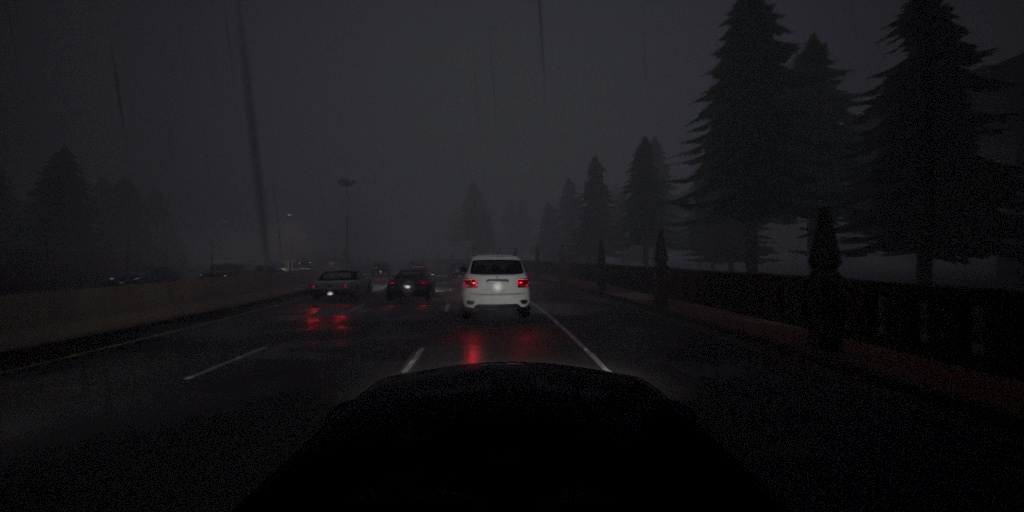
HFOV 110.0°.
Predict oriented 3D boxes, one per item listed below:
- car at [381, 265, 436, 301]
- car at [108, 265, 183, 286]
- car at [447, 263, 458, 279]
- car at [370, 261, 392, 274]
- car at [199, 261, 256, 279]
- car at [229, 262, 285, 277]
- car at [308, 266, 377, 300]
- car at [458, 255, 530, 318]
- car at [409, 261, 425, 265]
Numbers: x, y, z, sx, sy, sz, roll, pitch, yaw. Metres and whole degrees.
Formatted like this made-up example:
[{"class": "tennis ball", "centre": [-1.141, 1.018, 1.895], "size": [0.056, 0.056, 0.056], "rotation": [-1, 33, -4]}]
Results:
[{"class": "car", "centre": [-4.868, 1.331, 17.717], "size": [1.994, 1.385, 4.181], "rotation": [0, 0, -8]}, {"class": "car", "centre": [-24.244, 1.356, 23.983], "size": [1.812, 1.442, 4.674], "rotation": [0, 0, -15]}, {"class": "car", "centre": [-4.910, 1.315, 33.492], "size": [2.033, 1.411, 5.357], "rotation": [0, 0, -17]}, {"class": "car", "centre": [-13.543, 1.301, 36.987], "size": [1.837, 1.490, 4.892], "rotation": [0, 0, -20]}, {"class": "car", "centre": [-21.453, 1.326, 26.997], "size": [1.837, 1.490, 4.892], "rotation": [0, 0, -17]}, {"class": "car", "centre": [-17.274, 1.372, 24.910], "size": [1.994, 1.385, 4.181], "rotation": [0, 0, -15]}, {"class": "car", "centre": [-8.441, 1.379, 18.118], "size": [1.895, 1.301, 4.718], "rotation": [0, 0, -9]}, {"class": "car", "centre": [-0.702, 0.974, 13.252], "size": [2.150, 2.045, 5.566], "rotation": [0, 0, -6]}, {"class": "car", "centre": [-9.787, 1.275, 36.863], "size": [2.128, 1.511, 4.902], "rotation": [0, 0, -19]}]
